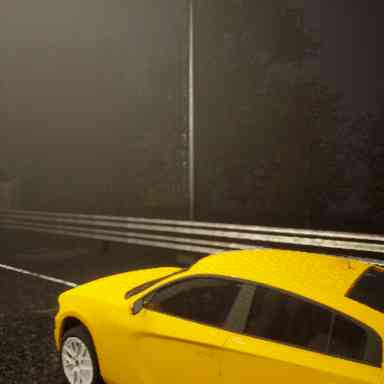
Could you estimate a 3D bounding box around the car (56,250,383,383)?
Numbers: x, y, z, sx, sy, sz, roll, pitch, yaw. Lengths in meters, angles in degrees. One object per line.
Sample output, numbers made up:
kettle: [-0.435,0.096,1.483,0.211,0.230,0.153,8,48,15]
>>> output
car: [0.604,1.337,3.303,5.008,1.535,1.882,0,0,38]
